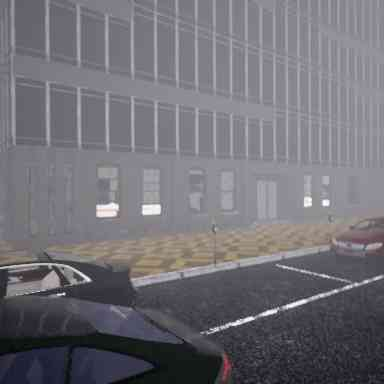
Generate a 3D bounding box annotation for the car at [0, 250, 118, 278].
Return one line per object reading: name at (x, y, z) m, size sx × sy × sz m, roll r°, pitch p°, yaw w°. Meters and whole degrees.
car at (-2.893, 1.550, 4.496) m, size 4.403 × 1.369 × 2.008 m, roll 0°, pitch 0°, yaw -36°

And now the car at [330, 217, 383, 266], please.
car at (6.366, 1.512, 11.120) m, size 4.206 × 1.307 × 1.802 m, roll 0°, pitch 0°, yaw -36°

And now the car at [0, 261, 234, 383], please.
car at (-1.646, 1.565, 2.203) m, size 4.181 × 1.385 × 1.994 m, roll 0°, pitch 0°, yaw -36°
